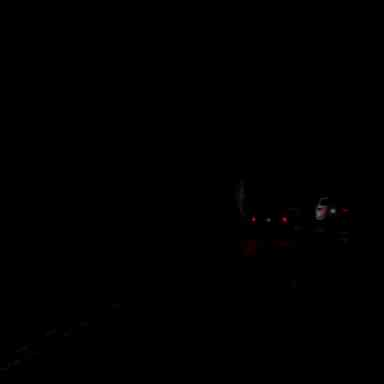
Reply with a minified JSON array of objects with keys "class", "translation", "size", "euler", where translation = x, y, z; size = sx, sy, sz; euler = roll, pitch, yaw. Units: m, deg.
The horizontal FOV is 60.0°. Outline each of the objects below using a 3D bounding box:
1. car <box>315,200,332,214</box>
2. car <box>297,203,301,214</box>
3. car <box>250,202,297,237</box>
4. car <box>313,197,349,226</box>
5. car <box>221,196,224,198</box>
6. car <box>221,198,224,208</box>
[{"class":"car","translation":[15.861,1.761,40.263],"size":[1.812,1.442,4.674],"euler":[-1,0,20]},{"class":"car","translation":[11.633,1.851,38.737],"size":[1.895,1.301,4.718],"euler":[-1,-1,20]},{"class":"car","translation":[4.678,1.485,19.159],"size":[2.097,1.767,4.553],"euler":[-1,-1,20]},{"class":"car","translation":[10.421,1.364,24.957],"size":[2.150,2.045,5.566],"euler":[-1,-1,20]},{"class":"car","translation":[3.728,1.606,48.408],"size":[2.150,2.045,5.566],"euler":[-1,-1,20]},{"class":"car","translation":[4.986,1.823,41.513],"size":[1.837,1.490,4.892],"euler":[-1,-1,20]}]
